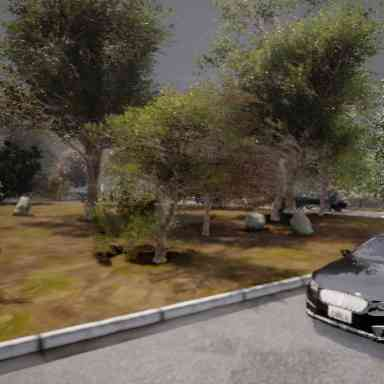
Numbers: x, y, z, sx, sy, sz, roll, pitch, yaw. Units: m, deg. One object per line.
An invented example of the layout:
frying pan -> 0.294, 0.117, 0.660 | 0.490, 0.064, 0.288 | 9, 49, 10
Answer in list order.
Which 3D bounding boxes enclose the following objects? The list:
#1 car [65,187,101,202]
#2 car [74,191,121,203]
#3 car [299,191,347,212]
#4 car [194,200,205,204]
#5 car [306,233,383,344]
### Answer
car -> -12.209, 0.173, 38.362 | 4.892, 1.490, 1.837 | 2, -1, -38
car -> -12.044, 0.655, 42.561 | 5.357, 1.411, 2.033 | 1, -1, -35
car -> 13.355, 0.933, 35.021 | 2.150, 2.045, 5.566 | 1, 0, -36
car -> 2.779, 0.880, 41.491 | 5.008, 1.535, 1.882 | 1, -2, 23
car -> 4.178, 1.535, 6.256 | 4.902, 1.511, 2.128 | 0, 0, -35
